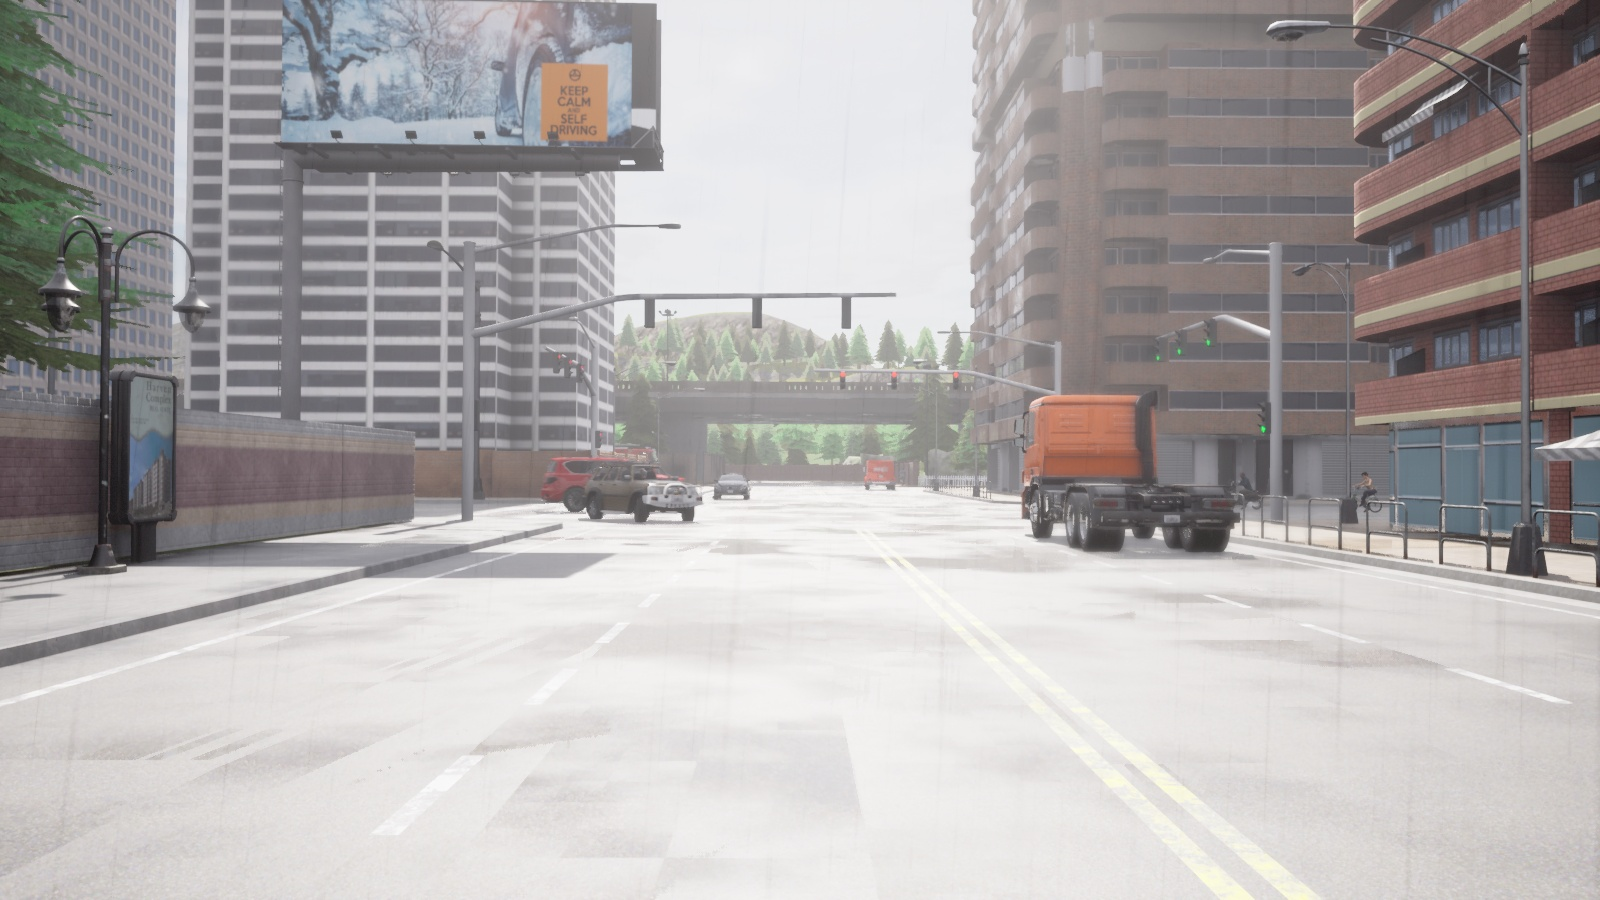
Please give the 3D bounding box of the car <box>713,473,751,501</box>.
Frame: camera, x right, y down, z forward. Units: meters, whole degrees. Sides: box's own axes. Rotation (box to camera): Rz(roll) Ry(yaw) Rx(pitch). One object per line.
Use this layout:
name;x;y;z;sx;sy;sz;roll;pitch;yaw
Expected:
car;-3.696;2.011;68.991;1.812;1.442;4.674;0;-1;0

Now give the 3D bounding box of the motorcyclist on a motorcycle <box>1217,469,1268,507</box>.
motorcyclist on a motorcycle;18.769;1.585;53.265;1.817;1.590;0.866;0;-1;0

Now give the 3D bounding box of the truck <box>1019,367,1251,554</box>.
truck;6.917;0.263;27.349;2.891;3.462;7.936;0;-1;0

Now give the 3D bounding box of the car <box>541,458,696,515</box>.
car;-6.840;1.352;47.199;5.566;2.045;2.150;0;-1;-14

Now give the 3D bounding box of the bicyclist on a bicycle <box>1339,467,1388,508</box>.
bicyclist on a bicycle;22.322;1.495;49.752;1.509;1.612;0.866;0;-1;0

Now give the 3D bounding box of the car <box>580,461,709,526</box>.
car;-4.834;1.295;38.456;1.932;1.855;4.605;1;-2;-36
